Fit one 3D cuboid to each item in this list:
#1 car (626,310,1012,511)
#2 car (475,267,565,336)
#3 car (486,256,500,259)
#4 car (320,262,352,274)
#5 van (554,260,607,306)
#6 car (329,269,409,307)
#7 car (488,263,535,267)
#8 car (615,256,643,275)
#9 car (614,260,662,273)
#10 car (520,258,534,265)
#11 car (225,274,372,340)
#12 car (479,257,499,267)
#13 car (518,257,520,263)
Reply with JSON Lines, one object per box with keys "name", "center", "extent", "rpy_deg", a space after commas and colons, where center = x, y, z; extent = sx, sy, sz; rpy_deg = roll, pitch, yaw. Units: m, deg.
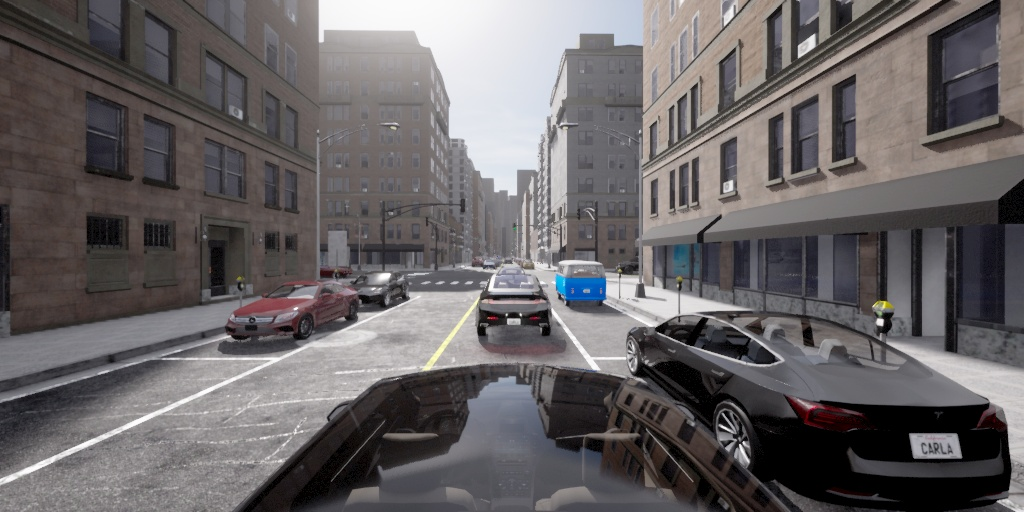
{"name": "car", "center": [2.851, 1.316, 4.494], "extent": [1.948, 1.339, 4.313], "rpy_deg": [0, 0, 0]}
{"name": "car", "center": [0.052, 1.241, 10.359], "extent": [2.128, 1.511, 4.902], "rpy_deg": [0, 0, 0]}
{"name": "car", "center": [-3.561, 1.241, 64.607], "extent": [1.837, 1.490, 4.892], "rpy_deg": [0, 0, -1]}
{"name": "car", "center": [-16.673, 1.339, 31.657], "extent": [4.718, 1.301, 1.895], "rpy_deg": [0, 0, -1]}
{"name": "van", "center": [2.823, 1.090, 15.391], "extent": [1.690, 1.789, 3.998], "rpy_deg": [0, 0, 0]}
{"name": "car", "center": [-5.702, 1.315, 15.360], "extent": [1.948, 1.339, 4.313], "rpy_deg": [0, 0, 0]}
{"name": "car", "center": [-0.044, 1.297, 20.101], "extent": [2.033, 1.411, 5.357], "rpy_deg": [0, 0, 0]}
{"name": "car", "center": [14.087, 0.963, 38.802], "extent": [5.566, 2.045, 2.150], "rpy_deg": [0, 0, -1]}
{"name": "car", "center": [14.704, 1.210, 42.060], "extent": [5.008, 1.535, 1.882], "rpy_deg": [0, 0, -1]}
{"name": "car", "center": [2.517, 1.266, 54.750], "extent": [1.751, 1.417, 4.829], "rpy_deg": [0, 0, -1]}
{"name": "car", "center": [-5.688, 1.331, 9.909], "extent": [1.802, 1.307, 4.207], "rpy_deg": [0, 0, 0]}
{"name": "car", "center": [-3.439, 1.288, 54.908], "extent": [2.033, 1.411, 5.357], "rpy_deg": [0, 0, -1]}
{"name": "car", "center": [2.430, 1.178, 60.105], "extent": [1.967, 1.591, 4.097], "rpy_deg": [0, 0, -1]}
